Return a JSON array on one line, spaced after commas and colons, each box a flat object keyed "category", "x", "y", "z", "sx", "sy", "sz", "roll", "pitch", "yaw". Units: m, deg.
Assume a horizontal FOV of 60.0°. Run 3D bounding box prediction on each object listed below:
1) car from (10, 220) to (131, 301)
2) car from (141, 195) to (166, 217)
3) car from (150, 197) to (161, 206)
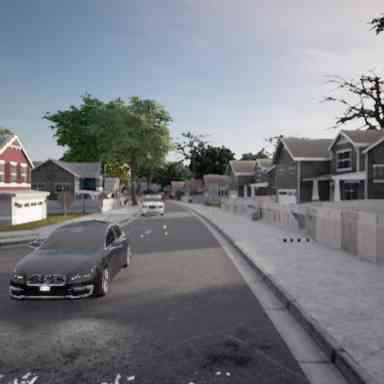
[{"category": "car", "x": -2.783, "y": 1.561, "z": 8.655, "sx": 1.837, "sy": 1.490, "sz": 4.892, "roll": 0, "pitch": 0, "yaw": -1}, {"category": "car", "x": -3.890, "y": 1.372, "z": 33.610, "sx": 2.150, "sy": 2.045, "sz": 5.566, "roll": 0, "pitch": 0, "yaw": -4}, {"category": "car", "x": -6.597, "y": 1.723, "z": 59.614, "sx": 1.837, "sy": 1.490, "sz": 4.892, "roll": 0, "pitch": 0, "yaw": -7}]
